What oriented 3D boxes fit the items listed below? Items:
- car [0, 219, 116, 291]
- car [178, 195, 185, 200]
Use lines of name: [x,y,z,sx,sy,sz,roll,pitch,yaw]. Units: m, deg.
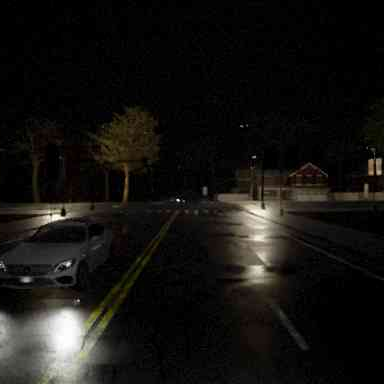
car: [-3.354,1.508,9.064,1.812,1.442,4.674,0,0,0]
car: [-2.836,1.377,89.530,1.895,1.301,4.718,0,0,0]
